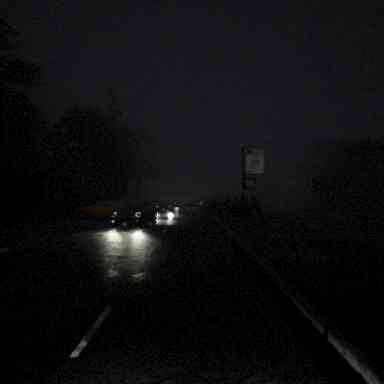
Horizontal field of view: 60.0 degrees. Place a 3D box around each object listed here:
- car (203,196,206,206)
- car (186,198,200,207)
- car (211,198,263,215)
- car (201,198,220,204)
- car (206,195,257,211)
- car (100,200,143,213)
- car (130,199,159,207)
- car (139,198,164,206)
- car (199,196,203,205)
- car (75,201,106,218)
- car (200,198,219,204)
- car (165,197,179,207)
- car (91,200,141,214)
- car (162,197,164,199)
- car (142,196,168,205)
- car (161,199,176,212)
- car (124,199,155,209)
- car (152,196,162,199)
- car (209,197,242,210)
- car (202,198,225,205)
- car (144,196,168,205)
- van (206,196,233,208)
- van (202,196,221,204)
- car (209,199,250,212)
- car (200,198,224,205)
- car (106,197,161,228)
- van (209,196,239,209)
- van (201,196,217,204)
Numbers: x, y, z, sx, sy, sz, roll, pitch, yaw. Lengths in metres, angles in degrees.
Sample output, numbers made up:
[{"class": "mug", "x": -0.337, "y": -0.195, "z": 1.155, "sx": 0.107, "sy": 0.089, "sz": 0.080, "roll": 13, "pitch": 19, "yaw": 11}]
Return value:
[{"class": "car", "x": 4.683, "y": 1.495, "z": 45.246, "sx": 5.566, "sy": 2.045, "sz": 2.435, "roll": 0, "pitch": -1, "yaw": 0}, {"class": "car", "x": -0.067, "y": 2.071, "z": 60.431, "sx": 1.895, "sy": 1.301, "sz": 4.718, "roll": 0, "pitch": -1, "yaw": 0}, {"class": "car", "x": 4.729, "y": 1.634, "z": 34.033, "sx": 4.892, "sy": 1.521, "sz": 2.231, "roll": 0, "pitch": 0, "yaw": 0}, {"class": "car", "x": 4.641, "y": 2.354, "z": 84.479, "sx": 4.792, "sy": 1.488, "sz": 2.163, "roll": 0, "pitch": -1, "yaw": 0}, {"class": "car", "x": 4.693, "y": 1.404, "z": 36.836, "sx": 5.566, "sy": 2.045, "sz": 2.435, "roll": 0, "pitch": -1, "yaw": 0}, {"class": "car", "x": -8.364, "y": 1.723, "z": 39.614, "sx": 4.674, "sy": 1.452, "sz": 2.002, "roll": 0, "pitch": -1, "yaw": 0}, {"class": "car", "x": -8.393, "y": 1.933, "z": 59.105, "sx": 5.008, "sy": 1.535, "sz": 2.097, "roll": 0, "pitch": -1, "yaw": 0}, {"class": "car", "x": -8.424, "y": 2.091, "z": 70.244, "sx": 5.008, "sy": 1.535, "sz": 2.097, "roll": 0, "pitch": -1, "yaw": 0}, {"class": "car", "x": 4.644, "y": 1.721, "z": 62.063, "sx": 5.566, "sy": 2.045, "sz": 2.435, "roll": 0, "pitch": -1, "yaw": 0}, {"class": "car", "x": -8.349, "y": 1.612, "z": 31.260, "sx": 5.008, "sy": 1.535, "sz": 2.097, "roll": 0, "pitch": 0, "yaw": 0}, {"class": "car", "x": 4.601, "y": 2.419, "z": 90.086, "sx": 5.008, "sy": 1.535, "sz": 2.097, "roll": 0, "pitch": -1, "yaw": 0}, {"class": "car", "x": -3.352, "y": 1.961, "z": 59.563, "sx": 1.837, "sy": 1.490, "sz": 4.892, "roll": 0, "pitch": -1, "yaw": 0}, {"class": "car", "x": -8.364, "y": 1.655, "z": 36.828, "sx": 5.008, "sy": 1.535, "sz": 2.097, "roll": 0, "pitch": 0, "yaw": 0}, {"class": "car", "x": -8.443, "y": 2.038, "z": 64.674, "sx": 4.792, "sy": 1.488, "sz": 2.163, "roll": 0, "pitch": -1, "yaw": 0}, {"class": "car", "x": -8.415, "y": 1.928, "z": 75.816, "sx": 5.566, "sy": 2.045, "sz": 2.435, "roll": 0, "pitch": -1, "yaw": 0}, {"class": "car", "x": -3.368, "y": 1.826, "z": 41.814, "sx": 1.895, "sy": 1.301, "sz": 4.718, "roll": 0, "pitch": -1, "yaw": 0}, {"class": "car", "x": -8.382, "y": 1.896, "z": 53.534, "sx": 4.674, "sy": 1.452, "sz": 2.002, "roll": 0, "pitch": -1, "yaw": 0}, {"class": "car", "x": -8.206, "y": 1.892, "z": 56.320, "sx": 5.366, "sy": 1.575, "sz": 1.946, "roll": 0, "pitch": -1, "yaw": 0}, {"class": "car", "x": 4.738, "y": 1.655, "z": 48.045, "sx": 4.553, "sy": 1.767, "sz": 2.185, "roll": 0, "pitch": -1, "yaw": 0}, {"class": "car", "x": 4.647, "y": 2.136, "z": 73.272, "sx": 5.008, "sy": 1.535, "sz": 2.097, "roll": 0, "pitch": -1, "yaw": 0}, {"class": "car", "x": -8.423, "y": 1.973, "z": 78.477, "sx": 5.566, "sy": 2.045, "sz": 2.435, "roll": 0, "pitch": -1, "yaw": 0}, {"class": "van", "x": 4.572, "y": 1.670, "z": 56.456, "sx": 4.442, "sy": 1.987, "sz": 1.878, "roll": 0, "pitch": -1, "yaw": 0}, {"class": "van", "x": 4.736, "y": 2.051, "z": 81.681, "sx": 4.442, "sy": 1.987, "sz": 1.878, "roll": 0, "pitch": -1, "yaw": 0}, {"class": "car", "x": 4.709, "y": 1.713, "z": 42.438, "sx": 4.892, "sy": 1.521, "sz": 2.231, "roll": 0, "pitch": -1, "yaw": 0}, {"class": "car", "x": 4.449, "y": 2.179, "z": 76.071, "sx": 5.366, "sy": 1.575, "sz": 1.946, "roll": 0, "pitch": -1, "yaw": 0}, {"class": "car", "x": -3.931, "y": 1.445, "z": 23.092, "sx": 2.097, "sy": 1.767, "sz": 4.553, "roll": 0, "pitch": 0, "yaw": 8}, {"class": "van", "x": 4.817, "y": 1.593, "z": 50.850, "sx": 4.442, "sy": 1.987, "sz": 1.878, "roll": 0, "pitch": -1, "yaw": 0}, {"class": "van", "x": 4.705, "y": 2.240, "z": 92.893, "sx": 4.442, "sy": 1.987, "sz": 1.878, "roll": 0, "pitch": -1, "yaw": 0}]
